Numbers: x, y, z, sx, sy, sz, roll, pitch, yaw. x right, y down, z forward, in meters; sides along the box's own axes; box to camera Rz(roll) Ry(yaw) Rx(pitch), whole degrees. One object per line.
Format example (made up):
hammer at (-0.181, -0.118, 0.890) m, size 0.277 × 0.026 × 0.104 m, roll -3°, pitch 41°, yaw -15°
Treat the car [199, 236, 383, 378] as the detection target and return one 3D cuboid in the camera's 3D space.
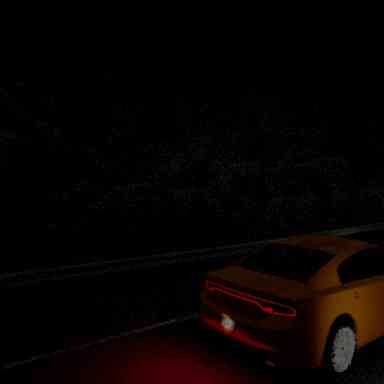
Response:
car at (2.425, 1.500, 5.648) m, size 5.008 × 1.535 × 1.882 m, roll 0°, pitch 0°, yaw -37°
